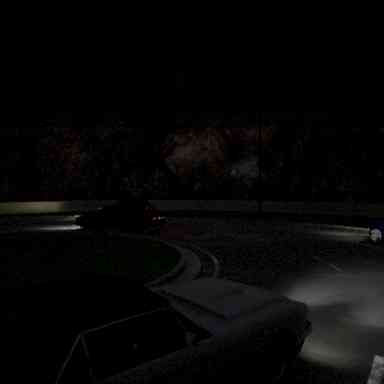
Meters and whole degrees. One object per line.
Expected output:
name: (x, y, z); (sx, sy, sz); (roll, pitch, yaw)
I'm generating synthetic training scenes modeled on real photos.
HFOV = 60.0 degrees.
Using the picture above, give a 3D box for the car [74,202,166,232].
car: (-4.308, 1.549, 19.905); (5.357, 1.411, 2.033); (0, 0, 17)

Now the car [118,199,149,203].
car: (-5.295, 1.354, 26.752); (4.553, 1.767, 2.097); (0, 0, 10)

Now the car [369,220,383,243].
car: (9.189, 1.479, 13.143); (1.882, 1.535, 5.008); (1, 0, -6)

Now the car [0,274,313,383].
car: (-0.745, 1.601, 3.474); (4.718, 1.301, 1.895); (0, 0, -40)
